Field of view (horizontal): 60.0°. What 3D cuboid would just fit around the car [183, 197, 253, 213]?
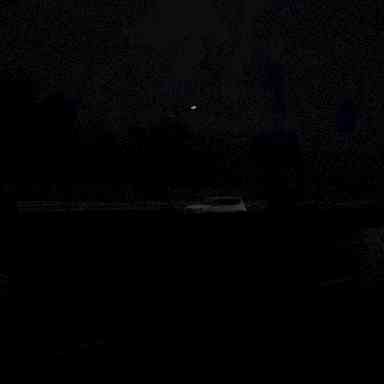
[{"bbox_3d":[1.926,1.403,26.864,5.566,2.045,2.150,1,0,-35],"label":"car"}]

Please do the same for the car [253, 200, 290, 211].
[{"bbox_3d":[8.388,1.646,35.751,4.553,1.767,2.097,1,0,-35],"label":"car"}]

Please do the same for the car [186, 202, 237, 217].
[{"bbox_3d":[2.171,1.785,35.627,5.357,1.411,2.033,1,0,-35],"label":"car"}]

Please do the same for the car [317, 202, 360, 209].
[{"bbox_3d":[12.589,1.843,30.150,5.357,1.411,2.033,1,0,-35],"label":"car"}]

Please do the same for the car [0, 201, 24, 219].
[{"bbox_3d":[-12.943,1.366,20.554,4.553,1.767,2.097,1,0,-35],"label":"car"}]

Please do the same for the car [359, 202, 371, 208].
[{"bbox_3d":[19.375,1.953,39.192,4.892,1.490,1.837,1,-1,-35],"label":"car"}]
